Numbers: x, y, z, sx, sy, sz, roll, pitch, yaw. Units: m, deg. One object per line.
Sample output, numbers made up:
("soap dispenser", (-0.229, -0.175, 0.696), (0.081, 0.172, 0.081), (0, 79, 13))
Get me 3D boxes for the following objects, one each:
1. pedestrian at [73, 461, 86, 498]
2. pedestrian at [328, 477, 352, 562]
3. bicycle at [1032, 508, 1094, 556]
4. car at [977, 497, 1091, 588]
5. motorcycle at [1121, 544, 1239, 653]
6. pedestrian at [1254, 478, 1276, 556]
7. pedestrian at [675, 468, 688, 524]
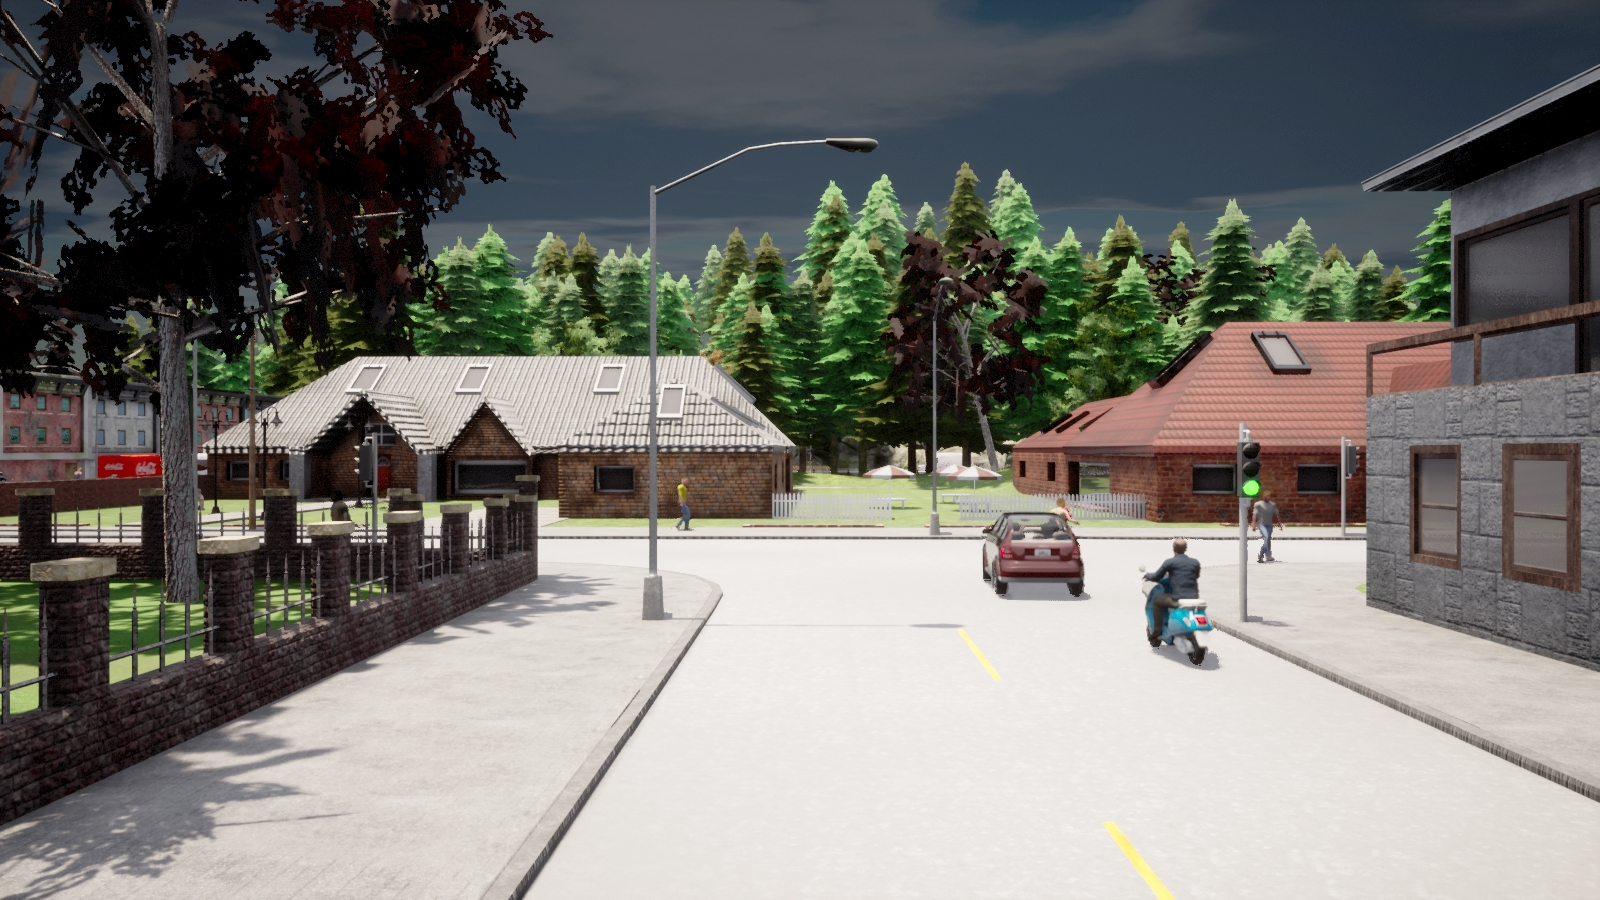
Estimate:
("pedestrian", (-37.232, 1.524, 59.043), (0.375, 1.860, 0.375), (0, 0, 12))
("pedestrian", (-10.127, 1.523, 25.169), (0.375, 1.860, 0.375), (0, 0, 4))
("bicycle", (6.569, 2.036, 28.500), (0.859, 1.080, 1.487), (0, 0, 44))
("car", (4.671, 1.806, 23.280), (1.789, 1.549, 3.705), (0, 0, 4))
("motorcycle", (5.104, 1.962, 15.466), (0.856, 1.236, 1.805), (0, 0, -6))
("pedestrian", (11.349, 1.629, 27.868), (0.375, 1.860, 0.375), (0, 0, -4))
("pedestrian", (-3.945, 1.524, 38.041), (0.375, 1.860, 0.375), (0, 0, 2))
